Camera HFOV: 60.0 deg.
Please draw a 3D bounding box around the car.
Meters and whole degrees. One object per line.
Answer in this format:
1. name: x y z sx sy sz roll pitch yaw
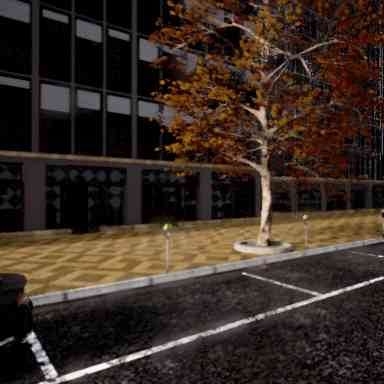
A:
1. car: -4.150 1.553 3.596 4.403 1.369 2.008 0 0 -35
